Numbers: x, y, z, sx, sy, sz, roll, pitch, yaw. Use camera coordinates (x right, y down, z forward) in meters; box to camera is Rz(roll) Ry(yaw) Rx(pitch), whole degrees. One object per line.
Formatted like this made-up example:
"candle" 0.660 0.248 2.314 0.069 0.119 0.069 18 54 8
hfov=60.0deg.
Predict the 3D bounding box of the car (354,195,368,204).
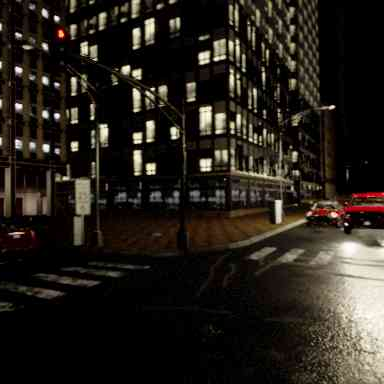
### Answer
"car" 28.182 1.192 55.464 1.887 1.381 4.507 0 0 30

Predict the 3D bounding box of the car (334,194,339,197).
"car" 14.265 1.154 31.310 2.192 1.841 5.009 0 0 30

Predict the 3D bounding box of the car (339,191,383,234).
"car" 9.598 1.097 18.051 2.150 2.045 5.566 -1 0 30

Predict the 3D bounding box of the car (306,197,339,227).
"car" 8.699 1.355 21.649 1.967 1.590 4.097 0 0 30

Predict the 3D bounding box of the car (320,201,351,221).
"car" 11.483 1.459 26.481 1.802 1.307 4.206 0 0 30

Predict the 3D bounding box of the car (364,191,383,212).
"car" 20.046 0.953 36.181 2.150 2.045 5.566 -1 0 30

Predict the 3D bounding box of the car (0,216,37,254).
"car" -8.366 1.763 13.688 4.097 1.590 1.967 -1 -1 30

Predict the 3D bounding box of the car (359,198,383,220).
"car" 14.805 1.281 27.086 1.882 1.535 5.008 -1 0 30
